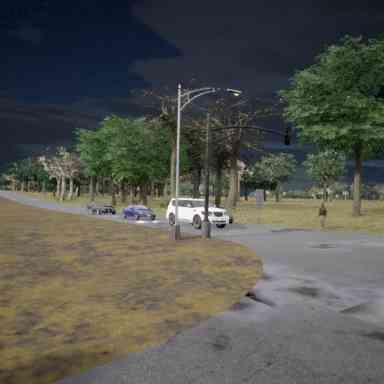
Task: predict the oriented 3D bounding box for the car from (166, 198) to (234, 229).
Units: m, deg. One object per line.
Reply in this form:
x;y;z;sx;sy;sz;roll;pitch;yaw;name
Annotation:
0.244;1.458;23.761;2.150;2.045;5.566;3;-2;-34;car

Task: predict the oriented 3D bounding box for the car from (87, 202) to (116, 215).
-10.766;2.012;40.262;1.994;1.385;4.181;3;-2;-34;car

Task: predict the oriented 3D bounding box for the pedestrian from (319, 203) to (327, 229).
9.323;1.717;23.836;0.375;1.860;0.375;1;-1;-34;pedestrian

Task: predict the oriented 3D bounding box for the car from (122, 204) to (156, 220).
-5.196;1.882;31.929;1.812;1.442;4.674;3;-2;-34;car

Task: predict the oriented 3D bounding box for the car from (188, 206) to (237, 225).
1.643;1.977;28.306;1.994;1.385;4.181;3;-2;-34;car
